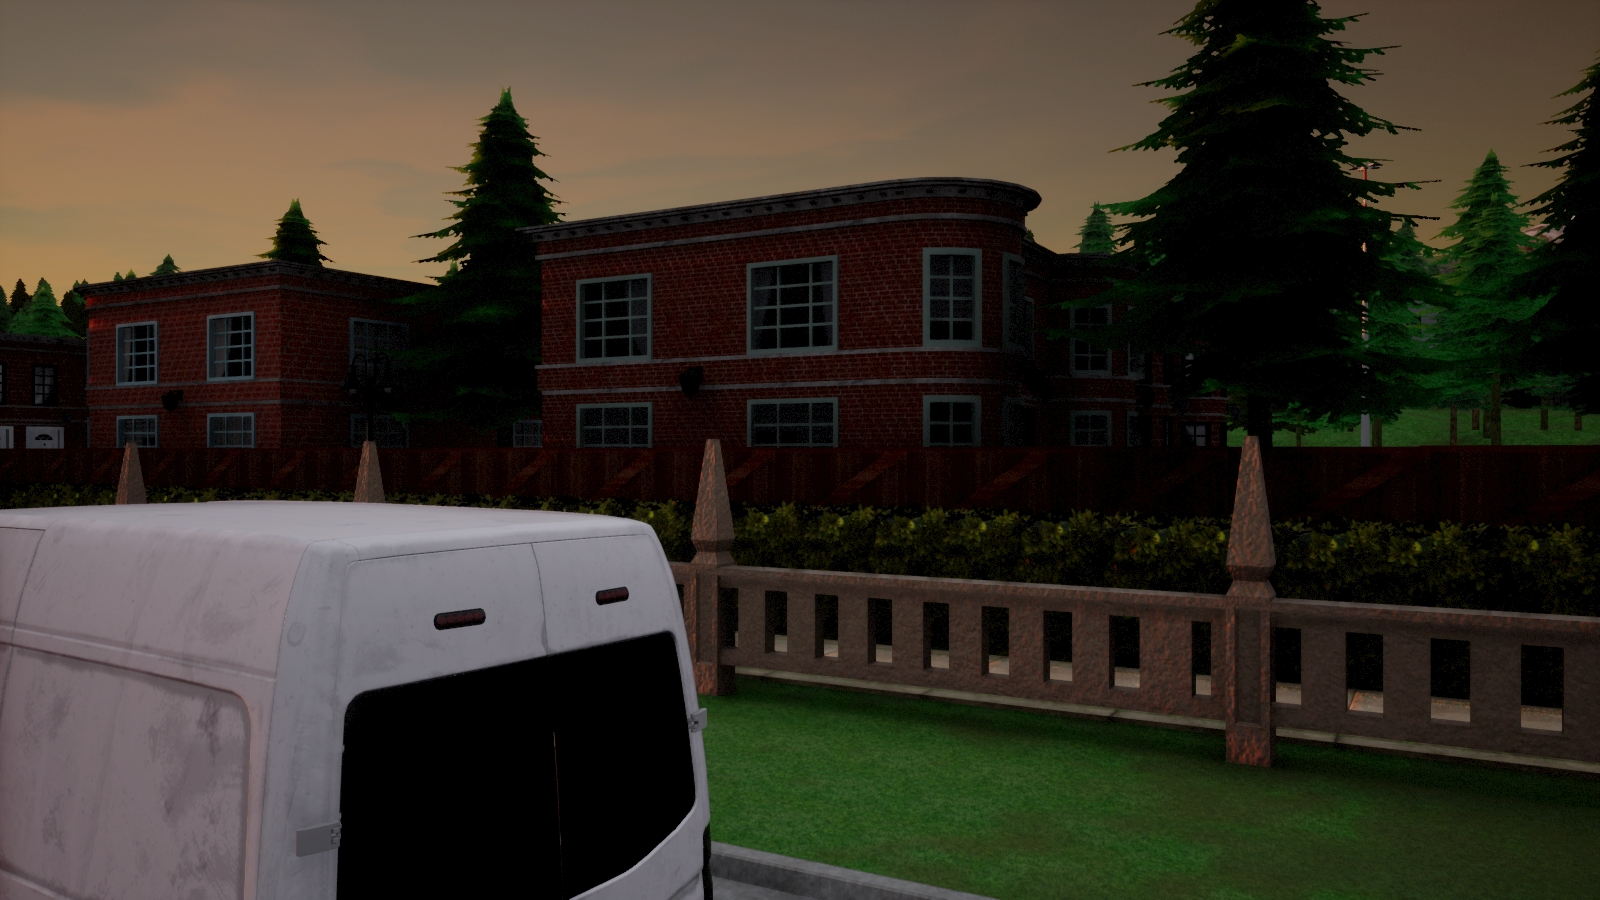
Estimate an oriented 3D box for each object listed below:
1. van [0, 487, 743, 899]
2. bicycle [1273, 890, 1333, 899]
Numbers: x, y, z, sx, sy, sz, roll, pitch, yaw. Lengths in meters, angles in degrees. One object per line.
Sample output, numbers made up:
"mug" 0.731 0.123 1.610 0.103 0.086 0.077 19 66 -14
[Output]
"van" -3.240 1.534 5.467 5.915 2.561 1.988 0 0 34
"bicycle" 2.143 2.060 2.830 1.835 1.471 0.329 0 0 30
